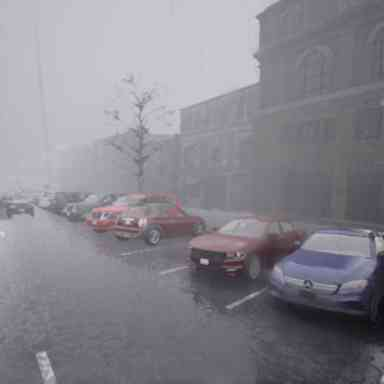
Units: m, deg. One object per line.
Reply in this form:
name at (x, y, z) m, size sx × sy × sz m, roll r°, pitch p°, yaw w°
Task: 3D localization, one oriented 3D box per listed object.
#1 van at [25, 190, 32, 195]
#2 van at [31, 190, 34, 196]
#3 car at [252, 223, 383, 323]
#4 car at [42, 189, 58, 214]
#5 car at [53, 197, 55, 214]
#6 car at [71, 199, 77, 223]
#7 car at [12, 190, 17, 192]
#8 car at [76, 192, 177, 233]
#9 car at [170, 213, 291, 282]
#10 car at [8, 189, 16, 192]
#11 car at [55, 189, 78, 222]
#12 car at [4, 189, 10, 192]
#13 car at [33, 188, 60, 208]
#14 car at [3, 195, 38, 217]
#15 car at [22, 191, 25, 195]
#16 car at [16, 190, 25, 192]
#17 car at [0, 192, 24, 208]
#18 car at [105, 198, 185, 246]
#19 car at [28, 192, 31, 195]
van at (-18.710, 0.846, 43.331) m, size 1.878 × 1.987 × 4.442 m, roll 2°, pitch 0°, yaw 38°
van at (-15.538, 0.910, 38.209) m, size 1.878 × 1.987 × 4.442 m, roll 2°, pitch 0°, yaw 38°
car at (3.441, 1.556, 7.554) m, size 2.002 × 1.452 × 4.674 m, roll 2°, pitch 0°, yaw 39°
car at (-9.144, 1.014, 28.097) m, size 2.435 × 2.045 × 5.566 m, roll 1°, pitch 0°, yaw 38°
car at (-7.602, 1.326, 25.488) m, size 2.163 × 1.488 × 4.792 m, roll 2°, pitch 0°, yaw 38°
car at (-4.446, 1.389, 20.371) m, size 2.163 × 1.488 × 4.792 m, roll 2°, pitch 0°, yaw 38°
car at (-28.387, 0.876, 58.694) m, size 2.097 × 1.535 × 5.008 m, roll 1°, pitch 0°, yaw 36°
car at (-2.860, 1.140, 17.809) m, size 2.435 × 2.045 × 5.566 m, roll 2°, pitch 0°, yaw 38°
car at (1.867, 1.487, 10.137) m, size 2.097 × 1.535 × 5.008 m, roll 2°, pitch 0°, yaw 39°
car at (-31.730, 0.809, 63.720) m, size 2.097 × 1.535 × 5.008 m, roll 2°, pitch 0°, yaw 36°
car at (-6.014, 1.077, 22.930) m, size 2.435 × 2.045 × 5.566 m, roll 2°, pitch 0°, yaw 38°
car at (-33.443, 0.523, 66.190) m, size 2.435 × 2.045 × 5.566 m, roll 2°, pitch 0°, yaw 35°
car at (-12.298, 0.951, 33.211) m, size 2.435 × 2.045 × 5.566 m, roll 1°, pitch 0°, yaw 38°
car at (-14.223, 1.245, 27.392) m, size 1.812 × 1.442 × 4.674 m, roll 1°, pitch 0°, yaw -32°
car at (-20.130, 1.042, 46.132) m, size 1.946 × 1.575 × 5.366 m, roll 1°, pitch 0°, yaw 38°
car at (-25.101, 0.817, 53.615) m, size 2.185 × 1.767 × 4.553 m, roll 1°, pitch 0°, yaw 37°
car at (-21.134, 1.070, 38.565) m, size 2.128 × 1.511 × 4.902 m, roll 1°, pitch 0°, yaw -32°
car at (-1.302, 1.297, 15.252) m, size 2.185 × 1.767 × 4.553 m, roll 1°, pitch 0°, yaw 38°
car at (-17.043, 1.136, 40.890) m, size 2.163 × 1.488 × 4.792 m, roll 1°, pitch 0°, yaw 38°
